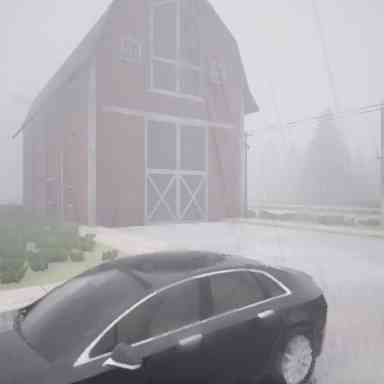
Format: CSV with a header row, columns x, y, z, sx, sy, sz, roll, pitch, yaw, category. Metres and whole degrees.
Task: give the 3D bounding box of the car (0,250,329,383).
x,y,z,sx,sy,sz,roll,pitch,yaw,category
-0.471,1.505,3.660,4.892,1.490,1.837,0,0,-36,car
